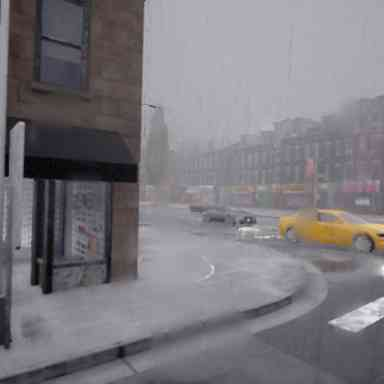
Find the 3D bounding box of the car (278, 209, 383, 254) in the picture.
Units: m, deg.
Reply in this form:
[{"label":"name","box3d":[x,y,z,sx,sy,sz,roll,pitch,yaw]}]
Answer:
[{"label":"car","box3d":[5.943,1.489,13.811,1.882,1.535,5.008,2,-2,-36]}]

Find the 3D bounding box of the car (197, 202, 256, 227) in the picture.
[{"label":"car","box3d":[2.623,1.692,23.910,1.994,1.385,4.181,2,-1,-36]}]

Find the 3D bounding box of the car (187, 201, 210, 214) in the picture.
[{"label":"car","box3d":[1.354,1.749,37.065,1.882,1.535,5.008,2,-1,-36]}]
